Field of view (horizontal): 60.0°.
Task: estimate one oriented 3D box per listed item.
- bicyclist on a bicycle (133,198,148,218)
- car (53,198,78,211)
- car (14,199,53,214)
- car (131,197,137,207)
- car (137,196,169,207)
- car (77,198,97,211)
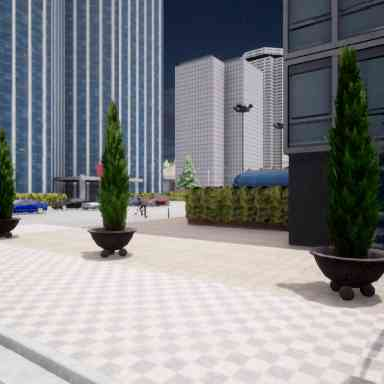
[{"bbox_3d":[-4.129,1.301,26.687,1.656,1.620,0.582,0,0,35],"label":"bicyclist on a bicycle"},{"bbox_3d":[-15.275,1.477,42.113,1.882,1.535,5.008,0,0,35],"label":"car"},{"bbox_3d":[-17.104,1.477,33.409,1.882,1.535,5.008,0,0,35],"label":"car"},{"bbox_3d":[-8.825,1.547,51.287,2.033,1.411,5.357,0,0,35],"label":"car"},{"bbox_3d":[-5.490,1.352,49.935,2.097,1.767,4.553,0,0,35],"label":"car"},{"bbox_3d":[-11.397,1.601,41.544,1.895,1.301,4.718,0,0,35],"label":"car"}]
